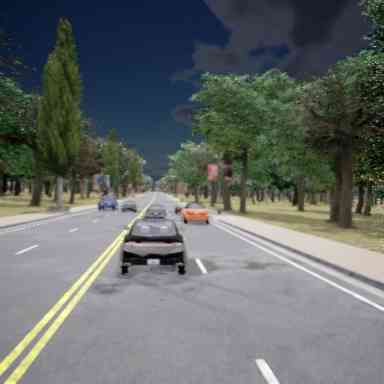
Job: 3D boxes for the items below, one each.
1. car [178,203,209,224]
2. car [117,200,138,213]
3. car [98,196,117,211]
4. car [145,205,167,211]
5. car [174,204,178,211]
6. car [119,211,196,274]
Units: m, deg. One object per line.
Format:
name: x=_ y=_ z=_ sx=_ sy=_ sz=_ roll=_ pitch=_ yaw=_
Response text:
car: x=0.180 y=1.714 z=28.726 sx=2.097 sy=1.767 sz=4.553 roll=1 pitch=-1 yaw=-6
car: x=-7.992 y=1.900 z=42.732 sx=2.033 sy=1.411 sz=5.357 roll=1 pitch=-1 yaw=-6
car: x=-11.607 y=1.538 z=46.284 sx=2.150 sy=2.045 sz=5.566 roll=1 pitch=-1 yaw=-6
car: x=-3.150 y=1.841 z=29.386 sx=2.033 sy=1.411 sz=5.357 roll=1 pitch=-1 yaw=-6
car: x=-1.253 y=2.104 z=42.294 sx=1.895 sy=1.301 sz=4.718 roll=1 pitch=-1 yaw=-6
car: x=-1.232 y=1.599 z=10.918 sx=2.128 sy=1.511 sz=4.902 roll=1 pitch=-1 yaw=-6
